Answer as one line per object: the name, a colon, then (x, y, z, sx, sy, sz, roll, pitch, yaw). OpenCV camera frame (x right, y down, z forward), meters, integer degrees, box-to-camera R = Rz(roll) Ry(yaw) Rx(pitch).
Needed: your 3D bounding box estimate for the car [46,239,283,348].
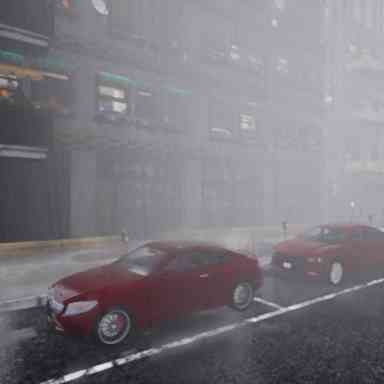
car: (-0.442, 1.592, 6.237, 4.206, 1.307, 1.802, 0, 0, -36)

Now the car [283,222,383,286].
car: (4.191, 1.574, 9.542, 4.507, 1.381, 1.887, 0, 0, -36)
